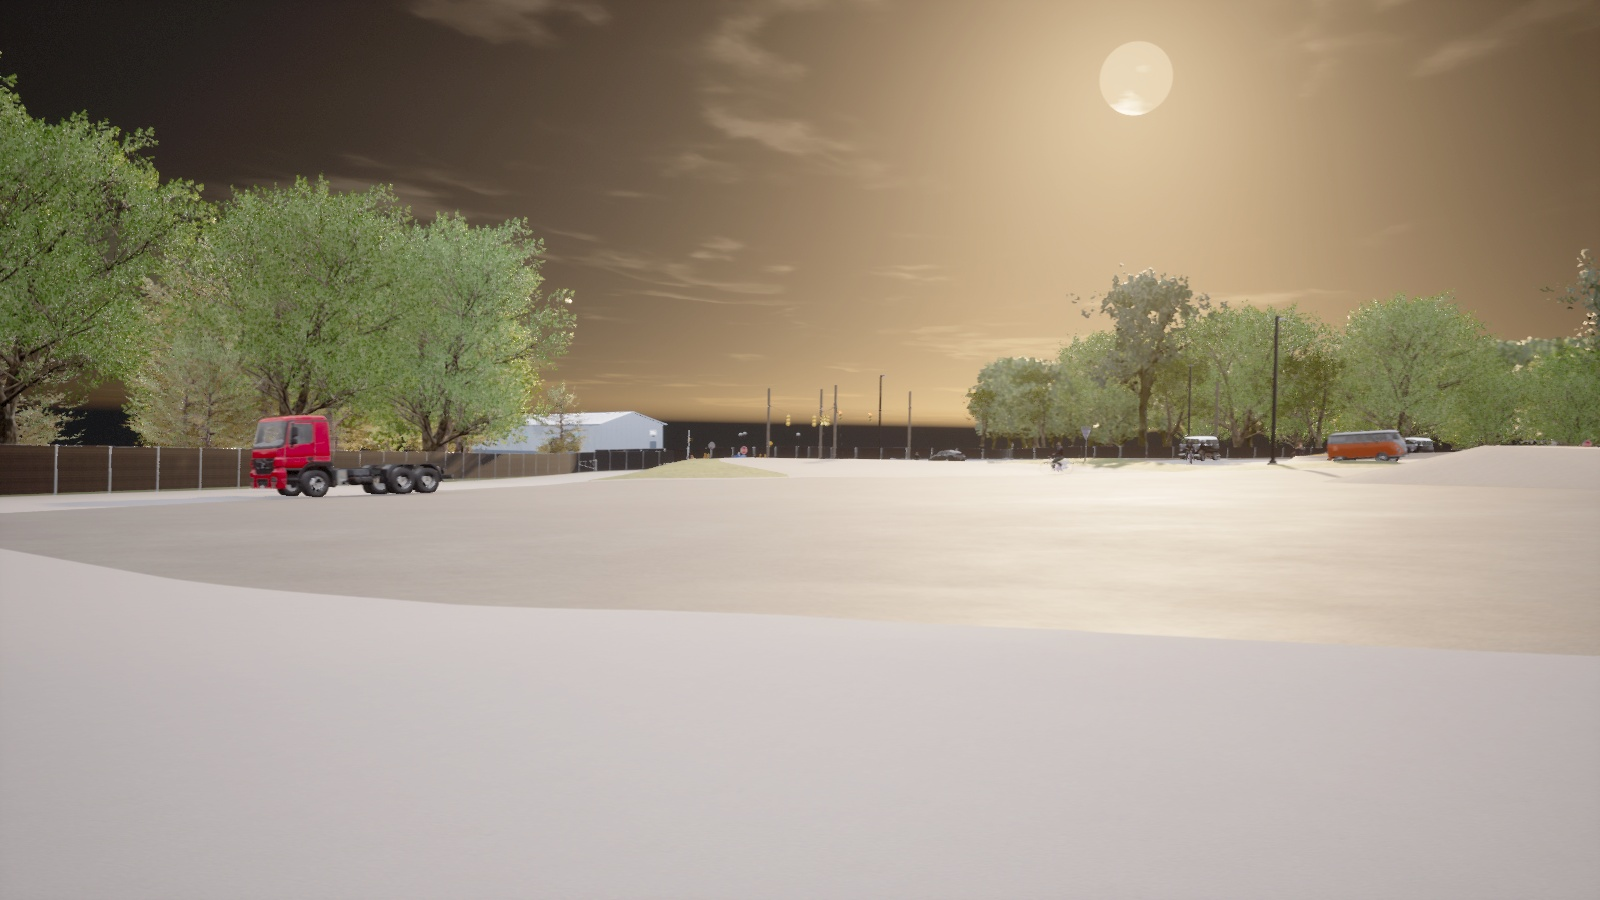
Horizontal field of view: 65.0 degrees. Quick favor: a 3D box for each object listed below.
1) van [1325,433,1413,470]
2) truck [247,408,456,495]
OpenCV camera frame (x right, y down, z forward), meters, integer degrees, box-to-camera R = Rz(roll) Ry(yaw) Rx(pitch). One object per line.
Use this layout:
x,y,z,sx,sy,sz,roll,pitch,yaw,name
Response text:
34.091,0.110,75.317,1.775,1.987,4.442,0,-2,-42,van
-19.047,0.078,53.724,2.891,3.462,7.936,-1,-1,44,truck
